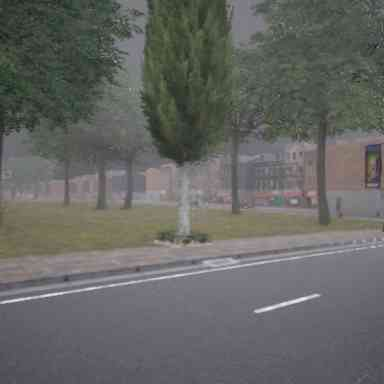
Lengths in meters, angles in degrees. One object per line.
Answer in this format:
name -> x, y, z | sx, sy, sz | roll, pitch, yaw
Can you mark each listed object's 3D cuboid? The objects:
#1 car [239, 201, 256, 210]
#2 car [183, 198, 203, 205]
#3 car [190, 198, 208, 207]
car -> 9.335, 2.341, 60.063 | 2.128, 1.511, 4.902 | 2, -1, -35
car -> 0.158, 2.096, 72.968 | 1.882, 1.535, 5.008 | 2, -1, -35
car -> 1.297, 2.228, 66.617 | 2.128, 1.511, 4.902 | 2, -1, -35
